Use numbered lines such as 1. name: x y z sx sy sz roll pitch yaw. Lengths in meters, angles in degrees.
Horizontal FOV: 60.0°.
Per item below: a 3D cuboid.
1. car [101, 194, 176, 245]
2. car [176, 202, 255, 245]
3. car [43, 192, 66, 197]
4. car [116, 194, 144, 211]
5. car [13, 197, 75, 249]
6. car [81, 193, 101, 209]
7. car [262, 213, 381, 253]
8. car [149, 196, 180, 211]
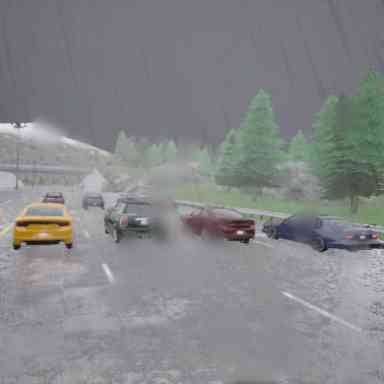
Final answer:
1. car: -2.572 1.132 14.654 2.097 1.767 4.553 2 1 -21
2. car: 0.969 1.377 15.208 1.882 1.535 5.008 2 1 -21
3. car: -13.182 0.750 31.847 2.128 1.511 4.902 2 1 -22
4. car: -6.337 0.988 33.570 1.837 1.490 4.892 2 1 -22
5. car: -5.658 1.165 12.944 1.882 1.535 5.008 2 1 -21
6. car: -9.775 0.862 32.748 2.128 1.511 4.902 2 1 -22
7. car: 5.151 1.603 14.169 2.033 1.411 5.357 2 1 -21
8. car: -2.918 1.160 34.435 1.994 1.385 4.181 2 1 -22
